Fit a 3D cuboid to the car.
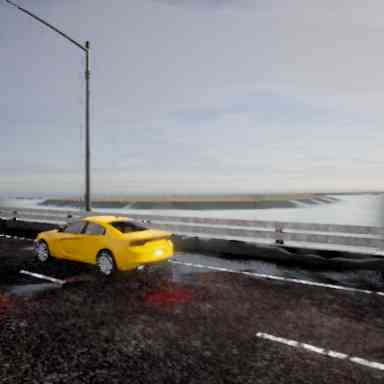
[{"bbox_3d":[-2.898,1.498,10.389,5.008,1.535,1.882,0,0,36],"label":"car"}]
